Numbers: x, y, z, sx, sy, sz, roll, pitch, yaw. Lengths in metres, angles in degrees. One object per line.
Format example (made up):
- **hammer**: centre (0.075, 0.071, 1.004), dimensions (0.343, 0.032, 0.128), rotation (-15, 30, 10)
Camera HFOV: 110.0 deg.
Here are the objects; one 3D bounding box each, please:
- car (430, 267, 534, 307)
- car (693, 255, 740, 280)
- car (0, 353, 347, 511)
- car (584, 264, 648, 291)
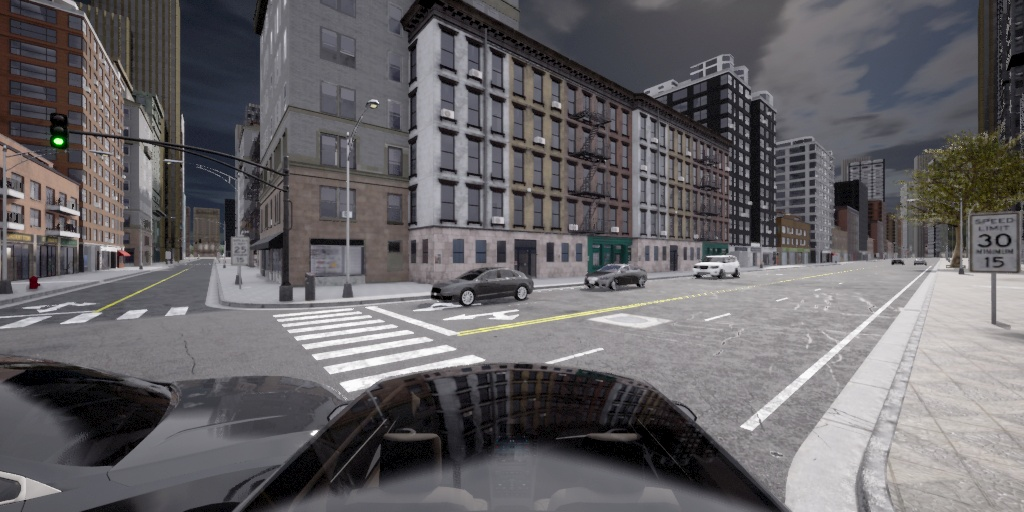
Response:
- **car**: centre (-1.192, 1.265, 15.830), dimensions (4.892, 1.490, 1.837), rotation (0, 0, -40)
- **car**: centre (18.333, 0.961, 32.046), dimensions (5.566, 2.045, 2.150), rotation (0, 0, -39)
- **car**: centre (-3.246, 1.257, 1.587), dimensions (4.892, 1.490, 1.837), rotation (0, 0, -35)
- **car**: centre (6.488, 1.243, 22.214), dimensions (4.902, 1.511, 2.128), rotation (0, 0, -40)
